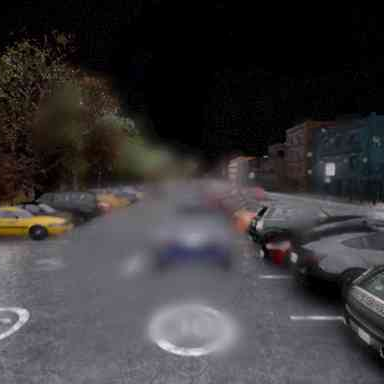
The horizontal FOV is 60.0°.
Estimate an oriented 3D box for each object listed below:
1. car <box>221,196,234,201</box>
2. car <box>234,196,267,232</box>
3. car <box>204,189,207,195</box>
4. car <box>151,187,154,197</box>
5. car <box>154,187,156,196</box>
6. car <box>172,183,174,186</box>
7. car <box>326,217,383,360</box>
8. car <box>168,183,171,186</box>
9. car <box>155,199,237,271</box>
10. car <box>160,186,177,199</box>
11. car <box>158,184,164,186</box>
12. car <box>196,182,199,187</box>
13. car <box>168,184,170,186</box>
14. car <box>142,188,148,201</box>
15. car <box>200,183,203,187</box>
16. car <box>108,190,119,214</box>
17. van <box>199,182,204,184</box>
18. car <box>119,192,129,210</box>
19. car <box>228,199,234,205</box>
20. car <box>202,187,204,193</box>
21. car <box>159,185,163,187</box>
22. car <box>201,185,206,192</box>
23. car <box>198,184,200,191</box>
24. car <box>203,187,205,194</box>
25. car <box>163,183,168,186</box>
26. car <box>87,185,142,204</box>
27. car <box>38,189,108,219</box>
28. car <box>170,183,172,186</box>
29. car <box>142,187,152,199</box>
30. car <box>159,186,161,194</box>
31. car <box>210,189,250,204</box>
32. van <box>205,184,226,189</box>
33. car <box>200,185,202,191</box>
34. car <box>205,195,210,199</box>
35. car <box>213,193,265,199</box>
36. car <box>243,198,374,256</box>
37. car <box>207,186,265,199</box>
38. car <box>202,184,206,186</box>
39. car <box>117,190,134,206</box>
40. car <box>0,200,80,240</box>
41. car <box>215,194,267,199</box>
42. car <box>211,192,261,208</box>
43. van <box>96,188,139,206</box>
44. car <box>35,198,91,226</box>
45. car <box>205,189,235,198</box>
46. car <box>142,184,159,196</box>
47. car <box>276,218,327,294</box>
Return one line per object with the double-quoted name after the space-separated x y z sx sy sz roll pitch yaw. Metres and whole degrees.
4.547 1.231 21.218 5.008 1.535 2.097 0 1 0 "car"
4.509 1.220 15.640 4.553 1.767 2.185 0 1 0 "car"
4.356 0.727 37.922 5.366 1.575 1.946 0 2 0 "car"
-8.544 0.371 49.021 4.892 1.521 2.231 0 2 0 "car"
-8.566 0.308 51.803 4.792 1.488 2.163 0 2 0 "car"
-8.564 -1.292 90.638 5.566 2.045 2.435 0 2 0 "car"
4.571 1.345 4.499 4.553 1.767 2.185 0 0 0 "car"
-8.542 -0.852 85.205 5.008 1.535 2.097 0 2 0 "car"
0.057 1.289 10.842 2.097 1.767 4.553 0 1 0 "car"
-3.565 0.264 53.062 1.837 1.490 4.892 0 1 0 "car"
-8.505 -0.310 65.716 4.553 1.767 2.185 0 2 0 "car"
4.572 -1.200 87.986 5.566 2.045 2.435 0 2 0 "car"
-8.507 -0.725 82.421 4.792 1.488 2.163 0 2 0 "car"
-8.541 0.592 43.454 4.674 1.452 2.002 0 2 0 "car"
4.574 -0.593 74.081 4.553 1.767 2.185 0 2 0 "car"
-8.570 0.964 26.624 4.553 1.767 2.185 0 2 0 "car"
4.660 -1.078 85.205 4.442 1.987 1.878 0 2 0 "van"
-8.533 1.005 29.412 5.008 1.535 2.097 0 2 0 "car"
4.538 1.332 18.430 4.674 1.452 2.002 0 1 0 "car"
4.547 0.277 51.831 5.008 1.535 2.097 0 2 0 "car"
-8.532 -0.091 62.937 5.008 1.535 2.097 0 2 0 "car"
4.728 0.091 57.395 5.366 1.575 1.946 0 2 0 "car"
4.537 -0.563 76.869 4.892 1.521 2.231 0 2 0 "car"
4.537 0.368 49.050 5.008 1.535 2.097 0 2 0 "car"
-8.509 -0.624 71.280 5.566 2.045 2.435 0 2 0 "car"
-8.510 0.570 35.095 5.566 2.045 2.435 0 2 0 "car"
-8.567 0.984 21.043 5.566 2.045 2.435 0 1 0 "car"
-8.722 -0.947 87.863 5.366 1.575 1.946 0 2 0 "car"
-8.543 0.461 46.237 5.008 1.535 2.097 0 2 0 "car"
-8.540 0.042 60.155 4.674 1.452 2.002 0 2 0 "car"
4.573 0.519 40.575 4.553 1.767 2.185 0 2 0 "car"
4.425 0.234 46.261 4.442 1.987 1.878 0 2 0 "van"
4.572 -0.155 65.742 4.792 1.488 2.163 0 2 0 "car"
0.046 1.209 24.767 2.033 1.411 5.357 0 2 1 "car"
4.544 1.039 29.578 4.674 1.452 2.002 0 2 0 "car"
4.509 1.264 12.860 4.553 1.767 2.185 0 1 0 "car"
4.513 0.658 32.350 5.566 2.045 2.435 0 2 0 "car"
4.574 -0.124 60.173 4.553 1.767 2.185 0 2 0 "car"
-8.724 0.908 32.319 5.366 1.575 1.946 0 2 0 "car"
-8.354 1.345 15.471 5.366 1.575 1.946 0 1 0 "car"
4.570 1.114 26.793 4.792 1.488 2.163 0 2 0 "car"
4.547 0.820 35.140 5.008 1.535 2.097 0 2 0 "car"
-8.422 0.506 37.879 4.442 1.987 1.878 0 2 0 "van"
-8.545 1.296 18.260 5.008 1.535 2.097 0 1 0 "car"
4.540 0.226 54.615 4.674 1.452 2.002 0 2 0 "car"
-8.506 -0.031 57.366 4.553 1.767 2.185 0 2 0 "car"
4.570 1.481 7.288 4.792 1.488 2.163 0 1 0 "car"
